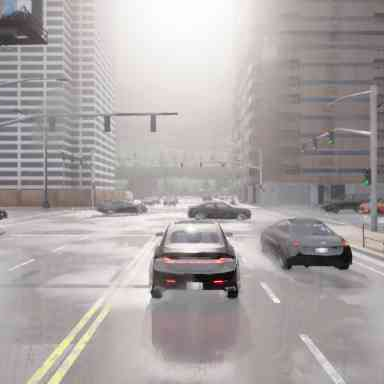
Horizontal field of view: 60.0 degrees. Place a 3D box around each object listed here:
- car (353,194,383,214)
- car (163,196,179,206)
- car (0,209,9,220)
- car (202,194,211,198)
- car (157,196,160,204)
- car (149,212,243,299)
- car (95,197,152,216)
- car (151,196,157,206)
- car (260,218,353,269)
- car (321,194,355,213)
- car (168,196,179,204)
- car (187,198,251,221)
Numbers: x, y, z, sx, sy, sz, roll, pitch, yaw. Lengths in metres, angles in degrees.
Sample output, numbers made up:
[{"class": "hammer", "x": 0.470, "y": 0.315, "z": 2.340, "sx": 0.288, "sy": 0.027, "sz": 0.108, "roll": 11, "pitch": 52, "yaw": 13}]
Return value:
[{"class": "car", "x": 18.977, "y": 1.352, "z": 32.996, "sx": 4.553, "sy": 1.767, "sz": 2.097, "roll": 0, "pitch": 0, "yaw": 0}, {"class": "car", "x": -3.656, "y": 1.492, "z": 55.092, "sx": 2.128, "sy": 1.511, "sz": 4.902, "roll": 0, "pitch": 0, "yaw": 0}, {"class": "car", "x": -16.540, "y": 1.564, "z": 25.743, "sx": 4.181, "sy": 1.385, "sz": 1.994, "roll": 0, "pitch": 0, "yaw": 4}, {"class": "car", "x": 3.406, "y": 1.355, "z": 76.835, "sx": 2.097, "sy": 1.767, "sz": 4.553, "roll": 0, "pitch": 0, "yaw": 0}, {"class": "car", "x": -7.132, "y": 1.526, "z": 63.211, "sx": 1.812, "sy": 1.442, "sz": 4.674, "roll": 0, "pitch": 0, "yaw": 1}, {"class": "car", "x": 0.055, "y": 1.492, "z": 8.462, "sx": 2.128, "sy": 1.511, "sz": 4.902, "roll": 0, "pitch": 0, "yaw": 0}, {"class": "car", "x": -6.796, "y": 1.492, "z": 32.131, "sx": 4.902, "sy": 1.511, "sz": 2.128, "roll": 0, "pitch": 0, "yaw": -30}, {"class": "car", "x": -7.161, "y": 1.526, "z": 53.298, "sx": 1.812, "sy": 1.442, "sz": 4.674, "roll": 0, "pitch": 0, "yaw": 1}, {"class": "car", "x": 3.566, "y": 1.564, "z": 11.112, "sx": 1.994, "sy": 1.385, "sz": 4.181, "roll": 0, "pitch": 0, "yaw": 0}, {"class": "car", "x": 17.152, "y": 1.221, "z": 36.516, "sx": 5.566, "sy": 2.045, "sz": 2.150, "roll": 0, "pitch": 0, "yaw": 0}, {"class": "car", "x": -3.624, "y": 1.505, "z": 65.031, "sx": 1.837, "sy": 1.490, "sz": 4.892, "roll": 0, "pitch": 0, "yaw": 0}, {"class": "car", "x": 2.085, "y": 1.477, "z": 25.883, "sx": 5.008, "sy": 1.535, "sz": 1.882, "roll": 0, "pitch": 0, "yaw": 0}]
